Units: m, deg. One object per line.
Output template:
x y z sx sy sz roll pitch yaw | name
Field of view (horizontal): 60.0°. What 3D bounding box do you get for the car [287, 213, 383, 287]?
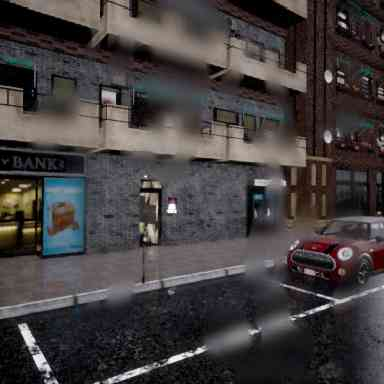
4.517 1.442 9.319 4.097 1.590 1.967 0 1 -36 | car
